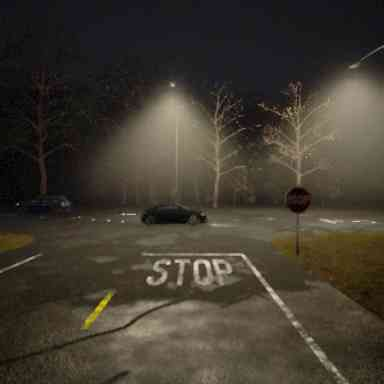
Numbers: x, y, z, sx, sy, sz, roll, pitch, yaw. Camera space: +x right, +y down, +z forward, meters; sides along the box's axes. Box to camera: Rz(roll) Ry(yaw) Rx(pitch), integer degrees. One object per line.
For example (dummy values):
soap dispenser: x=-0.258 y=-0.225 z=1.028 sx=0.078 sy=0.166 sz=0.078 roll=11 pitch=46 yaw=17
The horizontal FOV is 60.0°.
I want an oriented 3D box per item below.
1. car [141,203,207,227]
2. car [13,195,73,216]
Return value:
car: x=-1.135 y=1.422 z=21.249 sx=4.181 sy=1.385 sz=1.994 roll=0 pitch=0 yaw=0
car: x=-12.663 y=1.082 z=28.346 sx=4.553 sy=1.767 sz=2.097 roll=0 pitch=0 yaw=1
